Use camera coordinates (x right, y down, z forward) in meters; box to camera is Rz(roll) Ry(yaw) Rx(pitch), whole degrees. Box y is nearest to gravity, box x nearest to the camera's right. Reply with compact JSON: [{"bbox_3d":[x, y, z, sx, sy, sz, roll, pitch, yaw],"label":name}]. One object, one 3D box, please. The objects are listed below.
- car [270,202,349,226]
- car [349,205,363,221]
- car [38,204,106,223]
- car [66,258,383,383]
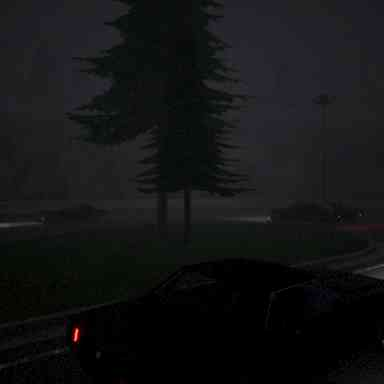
[{"bbox_3d":[7.815,1.423,23.227,1.882,1.535,5.008,1,-1,-41],"label":"car"},{"bbox_3d":[10.453,1.463,25.375,1.812,1.442,4.674,0,0,-41],"label":"car"},{"bbox_3d":[-9.022,1.568,25.183,4.718,1.301,1.895,0,0,-45],"label":"car"},{"bbox_3d":[0.991,1.591,4.428,4.718,1.301,1.895,0,0,-35],"label":"car"}]
